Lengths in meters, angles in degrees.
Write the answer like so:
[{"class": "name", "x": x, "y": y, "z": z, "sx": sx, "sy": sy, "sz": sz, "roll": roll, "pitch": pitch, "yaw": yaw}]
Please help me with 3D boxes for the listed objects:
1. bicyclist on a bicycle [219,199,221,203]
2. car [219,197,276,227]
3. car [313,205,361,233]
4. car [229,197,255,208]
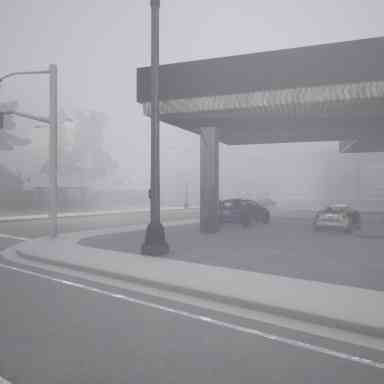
[{"class": "bicyclist on a bicycle", "x": 2.531, "y": 1.387, "z": 29.695, "sx": 0.582, "sy": 1.620, "sz": 1.656, "roll": 0, "pitch": -9, "yaw": -36}, {"class": "car", "x": 3.411, "y": 1.295, "z": 22.040, "sx": 2.242, "sy": 1.667, "sz": 4.611, "roll": 0, "pitch": 0, "yaw": 37}, {"class": "car", "x": 8.485, "y": 1.456, "z": 19.241, "sx": 1.970, "sy": 1.475, "sz": 3.806, "roll": 0, "pitch": 0, "yaw": 37}, {"class": "car", "x": 7.508, "y": 1.505, "z": 49.829, "sx": 1.837, "sy": 1.490, "sz": 4.892, "roll": 0, "pitch": 0, "yaw": 36}]
